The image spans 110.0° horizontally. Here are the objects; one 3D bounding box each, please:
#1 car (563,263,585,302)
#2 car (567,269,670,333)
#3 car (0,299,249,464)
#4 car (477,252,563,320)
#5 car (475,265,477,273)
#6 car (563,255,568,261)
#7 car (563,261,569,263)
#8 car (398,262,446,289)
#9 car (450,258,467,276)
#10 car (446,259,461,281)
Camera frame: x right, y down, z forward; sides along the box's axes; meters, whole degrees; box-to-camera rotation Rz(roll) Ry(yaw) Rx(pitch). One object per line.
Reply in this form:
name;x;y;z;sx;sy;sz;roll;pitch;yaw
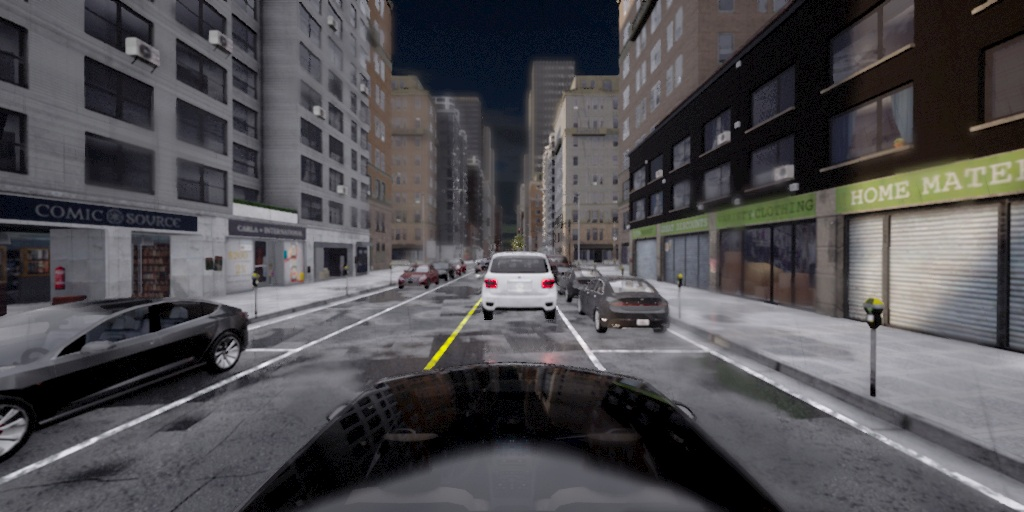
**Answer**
car;3.029;1.180;15.722;2.007;1.370;4.403;0;0;1
car;2.955;1.227;10.200;2.007;1.370;4.403;0;0;1
car;-5.644;1.289;4.778;1.948;1.339;4.313;0;0;1
car;0.228;0.882;12.282;2.150;2.045;5.566;0;1;1
car;-2.556;1.030;36.118;1.994;1.385;4.181;0;0;1
car;3.177;0.849;26.769;2.192;1.841;5.009;0;0;1
car;3.103;1.147;21.245;1.948;1.339;4.313;0;0;1
car;-5.422;1.163;21.352;1.802;1.307;4.207;0;0;1
car;-5.274;0.926;32.400;1.967;1.591;4.097;0;0;1
car;-5.348;1.099;26.876;1.948;1.339;4.313;0;0;1
